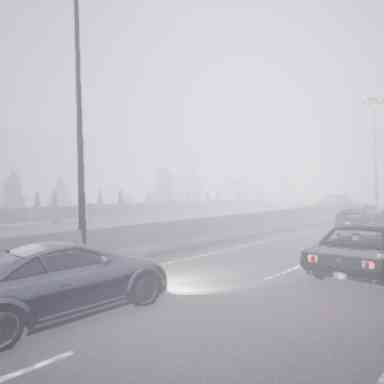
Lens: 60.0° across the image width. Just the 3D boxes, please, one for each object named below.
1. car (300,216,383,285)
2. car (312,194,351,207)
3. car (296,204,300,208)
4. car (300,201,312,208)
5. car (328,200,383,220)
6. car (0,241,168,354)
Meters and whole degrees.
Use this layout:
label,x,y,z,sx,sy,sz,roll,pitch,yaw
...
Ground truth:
label,x,y,z,sx,sy,sz,roll,pitch,yaw
car,4.829,1.558,9.022,1.895,1.301,4.718,-1,0,44
car,15.375,1.227,35.653,2.150,2.045,5.566,-1,-2,44
car,16.243,2.002,46.678,1.994,1.385,4.181,-2,-4,44
car,15.587,1.651,40.934,1.882,1.535,5.008,-1,-3,44
car,10.023,1.412,19.578,1.837,1.490,4.892,-1,0,44
car,-2.472,1.656,6.430,1.994,1.385,4.181,-1,0,44
